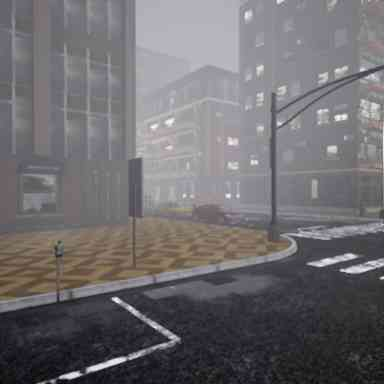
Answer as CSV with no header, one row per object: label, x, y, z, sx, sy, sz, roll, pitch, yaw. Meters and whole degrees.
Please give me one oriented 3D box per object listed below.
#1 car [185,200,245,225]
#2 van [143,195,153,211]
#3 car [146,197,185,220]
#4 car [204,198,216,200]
car,1.664,1.425,22.248,1.802,1.307,4.206,0,0,-36
van,-4.957,1.165,31.439,1.690,1.788,3.998,0,0,-36
car,-1.547,1.358,26.705,1.752,1.417,4.829,0,0,-36
car,1.743,1.327,36.475,1.752,1.417,4.829,0,0,-36
